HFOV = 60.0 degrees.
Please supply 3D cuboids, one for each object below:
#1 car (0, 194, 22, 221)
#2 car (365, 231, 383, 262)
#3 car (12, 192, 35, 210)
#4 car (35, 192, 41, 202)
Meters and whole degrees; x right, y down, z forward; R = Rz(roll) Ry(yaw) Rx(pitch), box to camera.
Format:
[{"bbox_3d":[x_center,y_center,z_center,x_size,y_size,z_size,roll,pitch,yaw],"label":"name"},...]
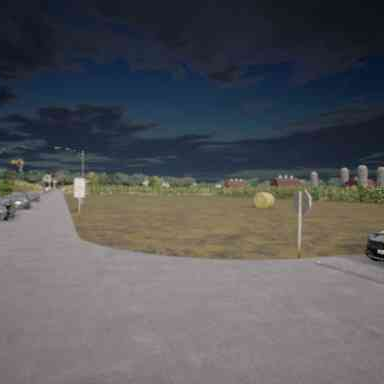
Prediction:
[{"bbox_3d":[-13.128,1.123,22.445,2.128,1.511,4.902,0,1,-21],"label":"car"},{"bbox_3d":[8.085,1.612,11.065,5.008,1.535,1.882,1,1,-22],"label":"car"},{"bbox_3d":[-17.506,0.842,33.590,2.097,1.767,4.553,0,0,-21],"label":"car"},{"bbox_3d":[-24.045,0.806,50.472,1.837,1.490,4.892,0,0,-21],"label":"car"}]
